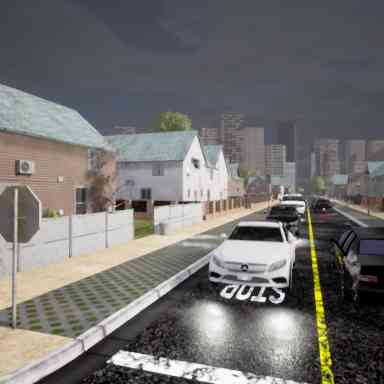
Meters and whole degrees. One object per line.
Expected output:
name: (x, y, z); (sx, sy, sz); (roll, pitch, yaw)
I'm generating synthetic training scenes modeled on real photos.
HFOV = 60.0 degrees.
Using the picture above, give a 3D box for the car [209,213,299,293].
car: (1.864, 1.533, 9.218); (1.812, 1.442, 4.674); (0, 0, 19)

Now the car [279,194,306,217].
car: (9.603, 1.240, 31.664); (2.150, 2.045, 5.566); (0, 0, 19)

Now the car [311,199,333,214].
car: (14.352, 1.522, 36.545); (1.837, 1.490, 4.892); (0, 0, 18)

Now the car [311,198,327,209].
car: (17.590, 1.586, 46.181); (1.994, 1.385, 4.181); (0, 0, 19)

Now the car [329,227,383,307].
car: (4.445, 1.551, 7.947); (2.033, 1.411, 5.357); (0, 0, 19)

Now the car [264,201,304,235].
car: (5.265, 1.516, 19.098); (1.837, 1.490, 4.892); (0, 0, 19)
